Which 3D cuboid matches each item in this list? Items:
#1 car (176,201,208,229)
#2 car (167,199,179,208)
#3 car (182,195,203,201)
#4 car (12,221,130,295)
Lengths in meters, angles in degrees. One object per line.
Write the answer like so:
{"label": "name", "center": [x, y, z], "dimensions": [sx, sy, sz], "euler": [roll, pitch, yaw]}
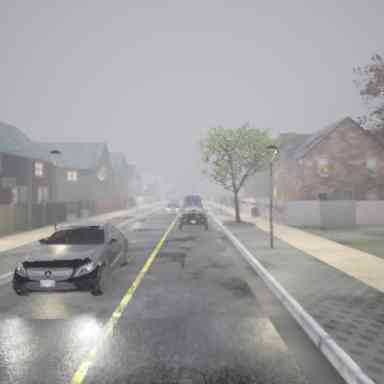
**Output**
{"label": "car", "center": [0.091, 1.573, 21.785], "dimensions": [1.812, 1.442, 4.674], "euler": [0, 0, 0]}
{"label": "car", "center": [-2.837, 1.766, 51.556], "dimensions": [2.033, 1.411, 5.357], "euler": [0, 0, 0]}
{"label": "car", "center": [0.080, 1.355, 38.665], "dimensions": [2.150, 2.045, 5.566], "euler": [0, 0, 0]}
{"label": "car", "center": [-2.842, 1.536, 8.851], "dimensions": [1.812, 1.442, 4.674], "euler": [0, 0, 0]}
